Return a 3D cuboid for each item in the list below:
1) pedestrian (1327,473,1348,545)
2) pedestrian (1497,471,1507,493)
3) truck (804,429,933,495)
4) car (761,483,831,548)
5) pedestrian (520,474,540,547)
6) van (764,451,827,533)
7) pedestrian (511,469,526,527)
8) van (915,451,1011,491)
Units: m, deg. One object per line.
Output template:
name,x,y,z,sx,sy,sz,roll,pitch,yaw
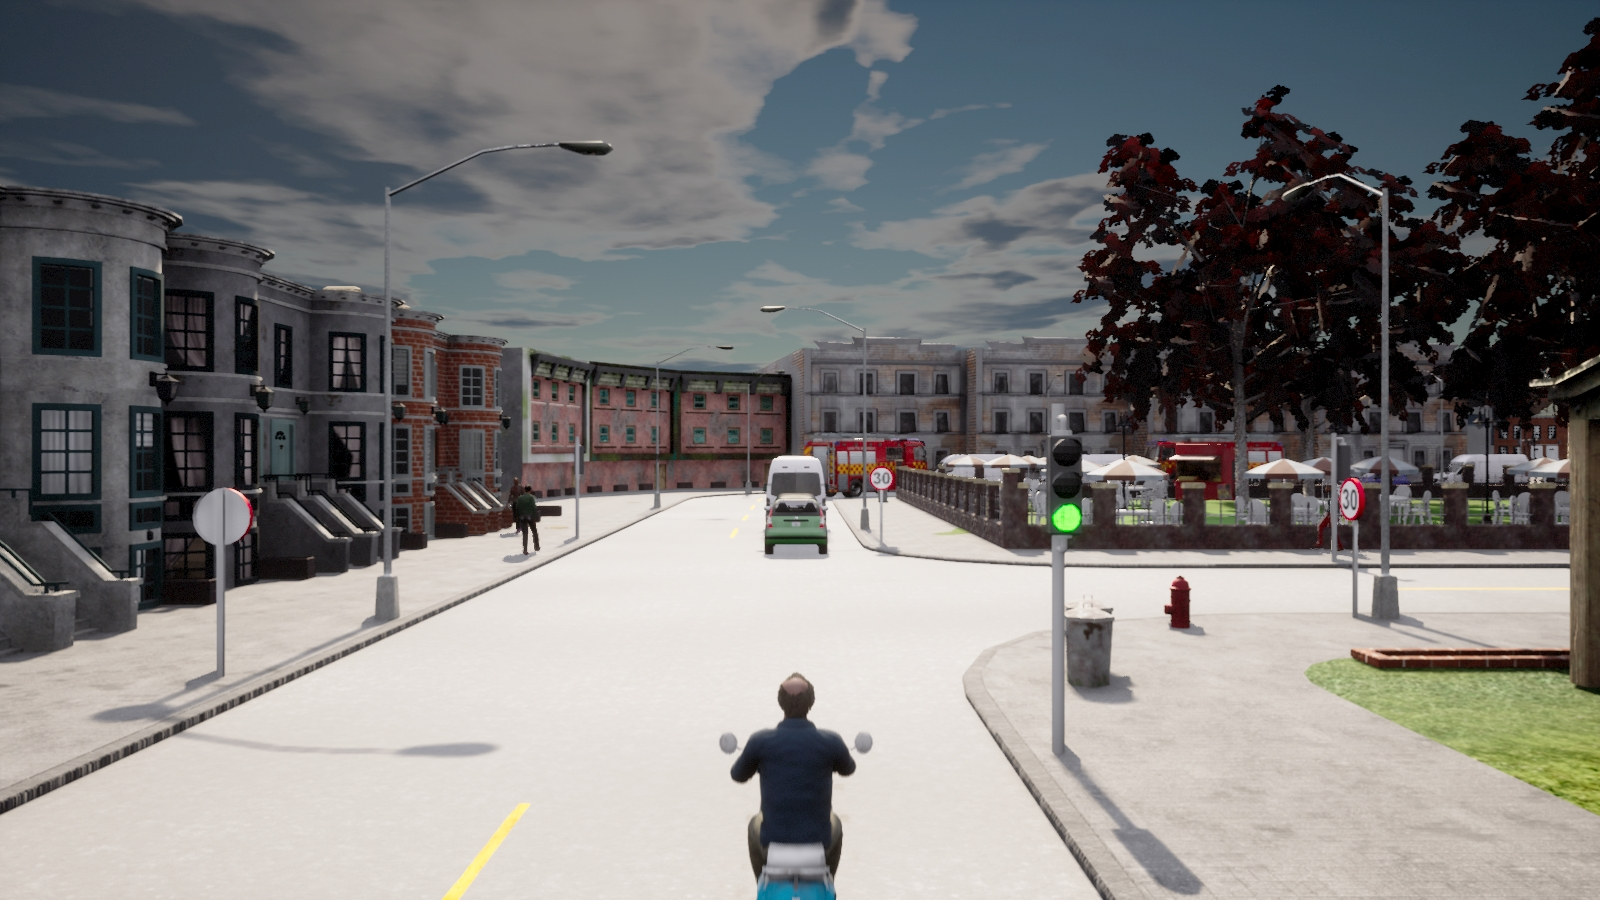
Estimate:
pedestrian,14.069,1.530,29.919,0.375,1.860,0.375,0,0,1
pedestrian,40.346,1.834,65.672,0.375,1.300,0.375,0,0,-1
truck,4.302,0.703,70.124,8.468,3.827,2.891,0,0,-43
car,-0.115,1.794,32.269,1.851,1.617,3.988,0,0,0
pedestrian,-6.938,1.538,29.321,0.375,1.860,0.375,0,0,11
van,-0.143,1.332,38.971,1.988,2.561,5.915,0,0,0
pedestrian,-9.087,1.541,36.838,0.375,1.860,0.375,0,0,2
van,10.558,1.347,74.323,5.915,2.561,1.988,0,0,0
